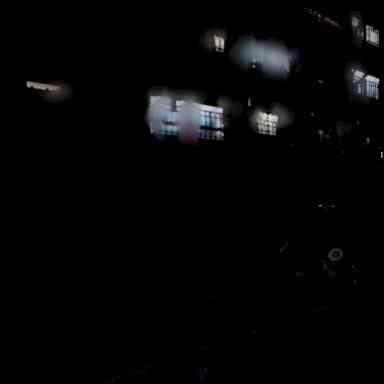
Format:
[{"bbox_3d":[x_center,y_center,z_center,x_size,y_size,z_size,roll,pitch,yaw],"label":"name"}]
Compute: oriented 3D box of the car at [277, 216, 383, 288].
[{"bbox_3d":[4.203,1.436,9.115,4.097,1.590,1.967,0,-1,-36],"label":"car"}]
